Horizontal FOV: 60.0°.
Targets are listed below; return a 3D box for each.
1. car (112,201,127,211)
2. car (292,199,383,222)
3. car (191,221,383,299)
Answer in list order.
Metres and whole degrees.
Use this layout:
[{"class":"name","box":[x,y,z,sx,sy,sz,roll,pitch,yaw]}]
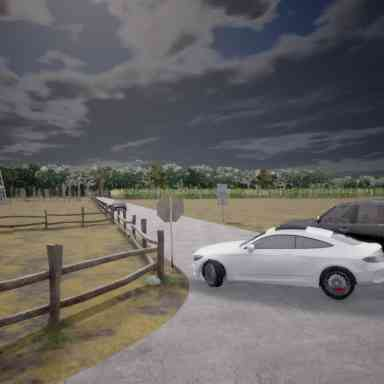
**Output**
[{"class":"car","box":[-10.849,1.983,49.470,2.033,1.411,5.357,-2,0,-18]},{"class":"car","box":[5.105,1.229,9.819,2.150,2.045,5.566,-2,0,-40]},{"class":"car","box":[2.263,1.613,8.431,4.674,1.442,1.812,-2,0,23]}]
